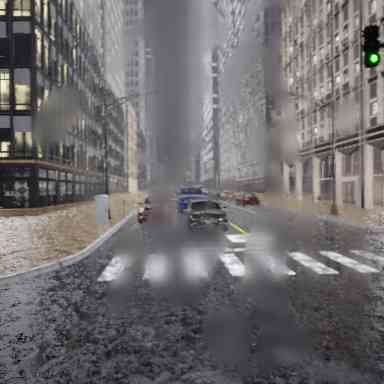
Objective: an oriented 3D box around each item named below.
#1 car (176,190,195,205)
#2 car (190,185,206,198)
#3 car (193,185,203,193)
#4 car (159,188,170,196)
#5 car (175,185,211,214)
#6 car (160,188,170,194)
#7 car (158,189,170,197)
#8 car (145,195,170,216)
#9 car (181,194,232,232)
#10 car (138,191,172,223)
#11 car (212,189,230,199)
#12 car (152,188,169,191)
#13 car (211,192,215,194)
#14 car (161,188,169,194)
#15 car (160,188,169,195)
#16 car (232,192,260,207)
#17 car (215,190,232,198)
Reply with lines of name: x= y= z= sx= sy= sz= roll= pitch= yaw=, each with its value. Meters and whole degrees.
car: x=-0.821 y=0.595 z=37.387 sx=1.837 sy=1.490 sz=4.892 roll=-1 pitch=1 yaw=-4
car: x=0.964 y=-0.192 z=57.237 sx=2.150 sy=2.045 sz=5.566 roll=-1 pitch=1 yaw=-4
car: x=1.466 y=-0.840 z=87.519 sx=2.192 sy=1.841 sz=5.009 roll=0 pitch=1 yaw=-4
car: x=-5.327 y=0.032 z=64.617 sx=2.008 sy=1.369 sz=4.403 roll=0 pitch=1 yaw=-4
car: x=-0.103 y=0.556 z=27.000 sx=2.150 sy=2.045 sz=5.566 roll=-1 pitch=1 yaw=-4
car: x=-6.108 y=-0.229 z=75.737 sx=2.008 sy=1.369 sz=4.403 roll=0 pitch=1 yaw=-4
car: x=-4.937 y=0.156 z=59.057 sx=1.887 sy=1.381 sz=4.507 roll=0 pitch=1 yaw=-4
car: x=-2.595 y=0.978 z=25.698 sx=1.802 sy=1.307 sz=4.206 roll=0 pitch=1 yaw=-4
car: x=0.597 y=1.074 z=17.007 sx=1.837 sy=1.490 sz=4.892 roll=-1 pitch=1 yaw=-4
car: x=-2.203 y=0.967 z=20.135 sx=1.967 sy=1.590 sz=4.097 roll=0 pitch=1 yaw=-4
car: x=4.198 y=0.325 z=48.591 sx=1.947 sy=1.339 sz=4.313 roll=0 pitch=1 yaw=-4
car: x=-2.983 y=0.580 z=31.252 sx=2.192 sy=1.841 sz=5.009 roll=0 pitch=1 yaw=-4
car: x=1.854 y=0.444 z=44.718 sx=1.994 sy=1.385 sz=4.181 roll=-1 pitch=1 yaw=-4
car: x=-6.499 y=-0.344 z=81.297 sx=1.947 sy=1.339 sz=4.313 roll=0 pitch=1 yaw=-4
car: x=-5.718 y=-0.105 z=70.177 sx=1.887 sy=1.381 sz=4.507 roll=0 pitch=1 yaw=-4
car: x=5.369 y=0.733 z=31.904 sx=1.802 sy=1.307 sz=4.206 roll=0 pitch=1 yaw=-4
car: x=4.577 y=0.411 z=43.197 sx=1.752 sy=1.417 sz=4.829 roll=0 pitch=1 yaw=-4
